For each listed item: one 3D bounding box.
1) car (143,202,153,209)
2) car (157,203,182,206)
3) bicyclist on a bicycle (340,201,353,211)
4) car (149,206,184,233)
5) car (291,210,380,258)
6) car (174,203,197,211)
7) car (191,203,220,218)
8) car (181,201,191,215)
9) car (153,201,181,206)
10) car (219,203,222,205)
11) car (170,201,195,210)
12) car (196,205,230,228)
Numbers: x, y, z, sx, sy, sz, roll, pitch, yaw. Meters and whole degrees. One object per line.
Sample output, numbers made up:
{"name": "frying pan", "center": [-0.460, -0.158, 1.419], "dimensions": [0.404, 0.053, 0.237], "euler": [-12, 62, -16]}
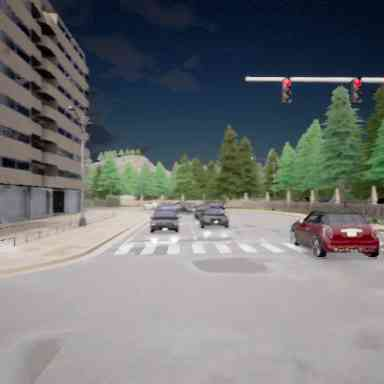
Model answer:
{"name": "car", "center": [-7.419, 2.605, 63.472], "dimensions": [4.674, 1.442, 1.812], "euler": [-1, -1, 45]}
{"name": "car", "center": [-2.172, 2.044, 32.160], "dimensions": [1.812, 1.442, 4.674], "euler": [-1, -1, -3]}
{"name": "bicyclist on a bicycle", "center": [12.576, 1.591, 27.017], "dimensions": [1.656, 1.620, 0.582], "euler": [-1, -1, -2]}
{"name": "car", "center": [-1.811, 1.909, 22.728], "dimensions": [2.033, 1.411, 5.357], "euler": [0, -1, -4]}
{"name": "car", "center": [5.524, 1.491, 13.469], "dimensions": [2.097, 1.767, 4.553], "euler": [-1, -1, 2]}
{"name": "car", "center": [-1.145, 2.491, 55.625], "dimensions": [1.895, 1.301, 4.718], "euler": [0, -1, -31]}
{"name": "car", "center": [1.277, 2.066, 34.227], "dimensions": [2.033, 1.411, 5.357], "euler": [-1, -1, -3]}
{"name": "car", "center": [-0.260, 2.191, 44.474], "dimensions": [2.128, 1.511, 4.902], "euler": [0, -1, -16]}
{"name": "car", "center": [-3.234, 2.041, 42.026], "dimensions": [2.097, 1.767, 4.553], "euler": [0, -1, -15]}
{"name": "car", "center": [3.612, 2.421, 54.226], "dimensions": [1.895, 1.301, 4.718], "euler": [0, -1, -26]}
{"name": "car", "center": [-1.864, 2.520, 62.884], "dimensions": [1.837, 1.490, 4.892], "euler": [0, -1, -42]}
{"name": "car", "center": [1.609, 1.930, 25.062], "dimensions": [1.994, 1.385, 4.181], "euler": [-1, -1, -2]}
